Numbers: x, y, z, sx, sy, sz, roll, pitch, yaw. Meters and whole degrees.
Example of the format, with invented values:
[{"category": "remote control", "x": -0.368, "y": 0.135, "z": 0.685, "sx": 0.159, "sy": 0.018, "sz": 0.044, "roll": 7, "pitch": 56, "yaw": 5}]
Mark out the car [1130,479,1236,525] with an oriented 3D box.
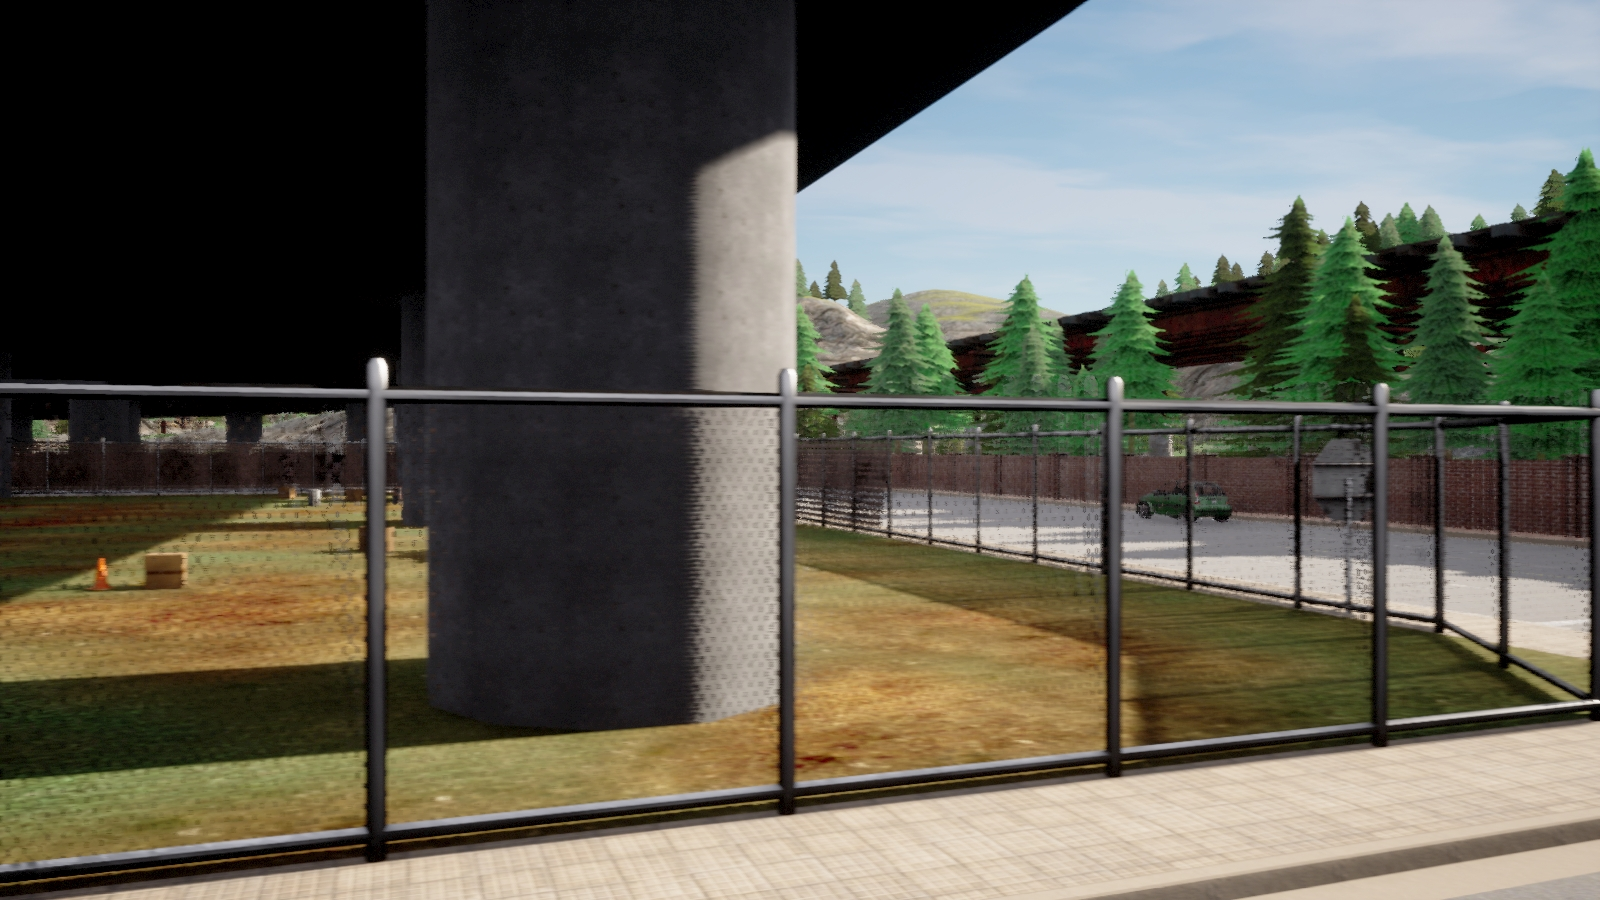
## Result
[{"category": "car", "x": 15.029, "y": 2.001, "z": 45.038, "sx": 1.851, "sy": 1.617, "sz": 3.988, "roll": 0, "pitch": 0, "yaw": -20}]
